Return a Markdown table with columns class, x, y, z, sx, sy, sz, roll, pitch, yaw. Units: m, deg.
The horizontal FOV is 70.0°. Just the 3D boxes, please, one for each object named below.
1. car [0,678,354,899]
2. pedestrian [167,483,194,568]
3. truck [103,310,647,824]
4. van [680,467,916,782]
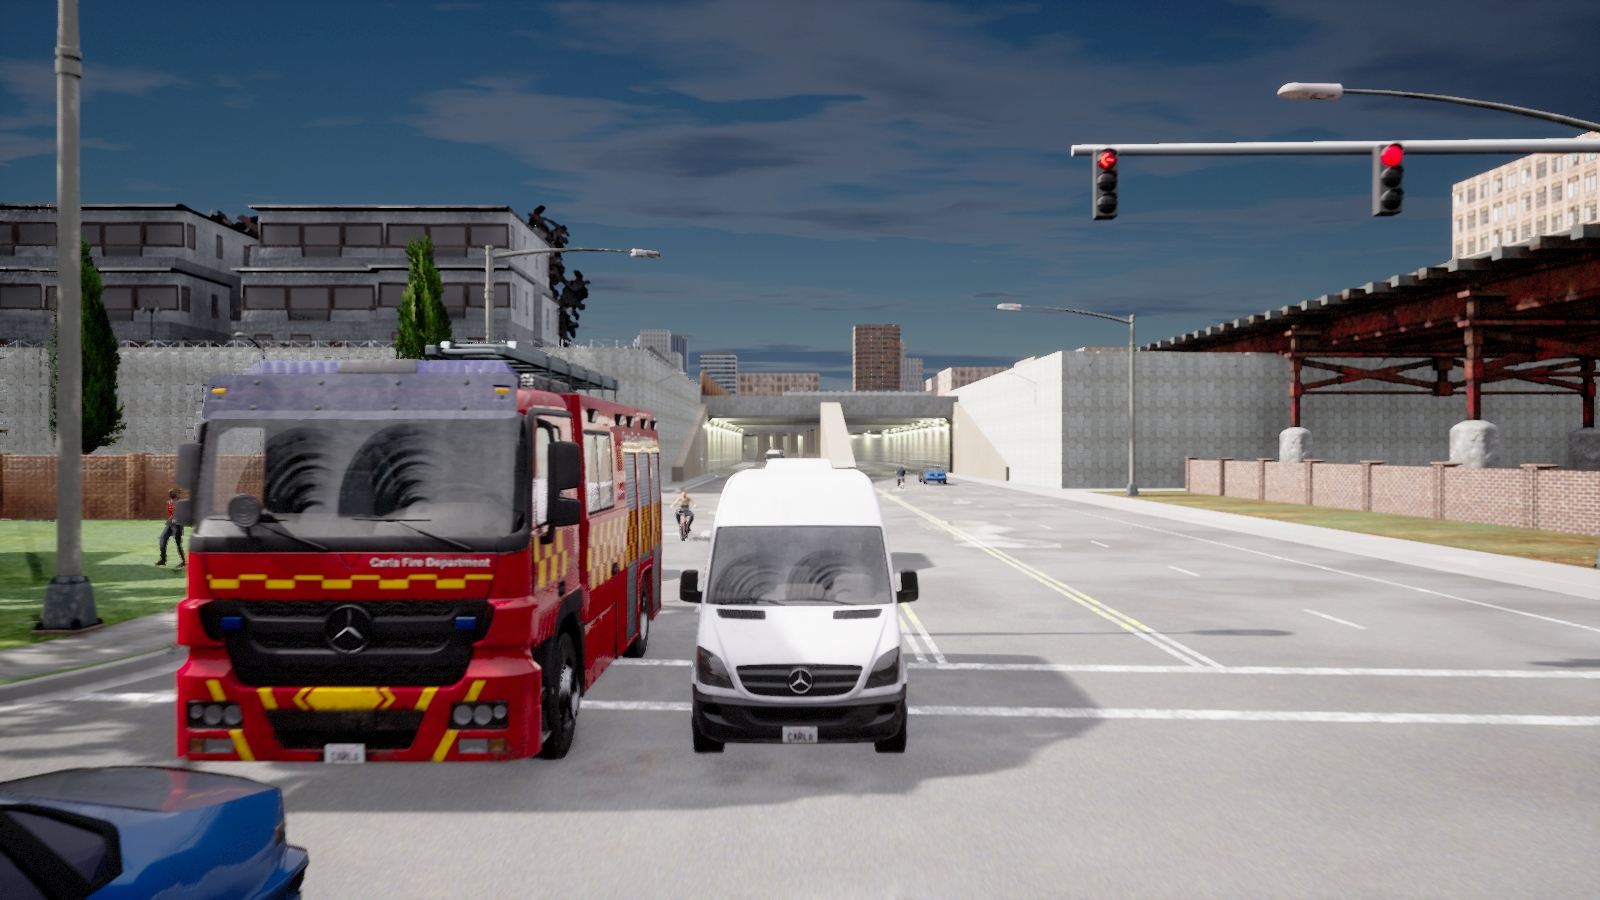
| class | x | y | z | sx | sy | sz | roll | pitch | yaw |
| --- | --- | --- | --- | --- | --- | --- | --- | --- | --- |
| car | -4.191 | 2.093 | 4.102 | 2.033 | 1.411 | 5.357 | 0 | 0 | 15 |
| pedestrian | -13.768 | 1.675 | 25.392 | 0.375 | 1.860 | 0.375 | 0 | 0 | 19 |
| truck | -3.740 | 0.871 | 12.763 | 2.891 | 3.827 | 8.468 | 0 | 0 | 0 |
| van | -0.014 | 1.512 | 12.585 | 1.988 | 2.561 | 5.915 | 0 | 0 | 0 |
